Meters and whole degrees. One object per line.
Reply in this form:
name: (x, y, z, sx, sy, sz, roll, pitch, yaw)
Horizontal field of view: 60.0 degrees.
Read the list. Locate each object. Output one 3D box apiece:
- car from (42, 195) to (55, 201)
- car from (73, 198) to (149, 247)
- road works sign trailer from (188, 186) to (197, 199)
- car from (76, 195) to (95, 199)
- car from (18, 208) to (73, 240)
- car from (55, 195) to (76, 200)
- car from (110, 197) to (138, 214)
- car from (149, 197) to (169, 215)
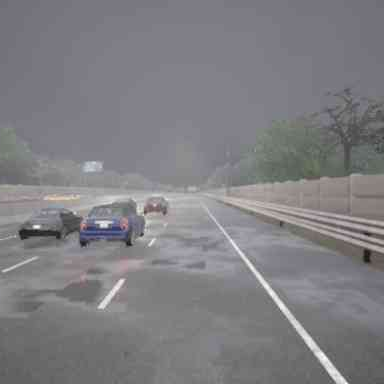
car: (-24.511, 1.271, 58.401, 1.882, 1.535, 5.008, 0, 0, 1)
car: (-3.394, 1.300, 14.938, 2.097, 1.767, 4.553, 0, 0, 0)
road works sign trailer: (0.028, 0.200, 89.853, 2.380, 3.560, 2.880, 0, 0, 0)
car: (-17.531, 1.275, 56.631, 1.882, 1.535, 5.008, 0, 0, 1)
car: (-6.894, 1.505, 16.792, 1.994, 1.385, 4.181, 0, 0, 0)
car: (-21.023, 1.274, 57.033, 1.882, 1.535, 5.008, 0, 0, 1)
car: (-6.889, 1.353, 34.231, 1.882, 1.535, 5.008, 0, 0, 0)
car: (-3.389, 1.234, 32.399, 2.097, 1.767, 4.553, 0, 0, 0)
